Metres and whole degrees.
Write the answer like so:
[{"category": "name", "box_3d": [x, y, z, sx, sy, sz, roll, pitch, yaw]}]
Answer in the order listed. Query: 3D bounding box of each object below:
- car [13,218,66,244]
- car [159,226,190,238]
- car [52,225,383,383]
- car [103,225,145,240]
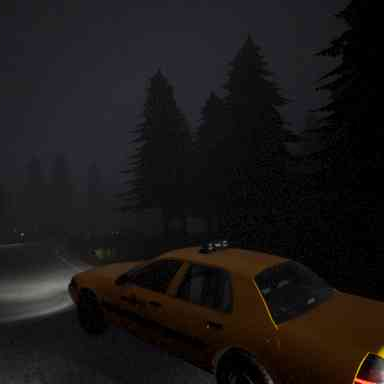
[{"category": "car", "box_3d": [-12.721, 3.245, 28.329, 2.150, 2.045, 5.566, -4, -7, 7]}, {"category": "car", "box_3d": [-2.318, 5.544, 46.286, 1.882, 1.535, 5.008, -5, -8, 30]}, {"category": "car", "box_3d": [0.116, 1.441, 4.758, 5.366, 1.575, 1.801, 0, 1, 43]}, {"category": "car", "box_3d": [-7.443, 4.510, 36.981, 2.033, 1.411, 5.357, -4, -8, 20]}]
